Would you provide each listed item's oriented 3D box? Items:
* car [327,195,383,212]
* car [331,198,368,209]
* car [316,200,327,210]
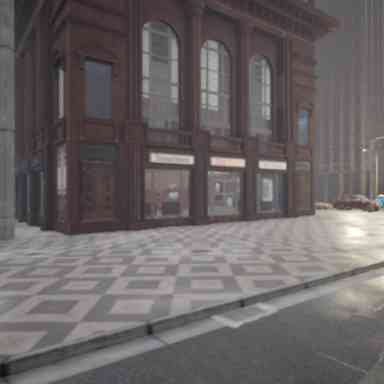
[{"bbox_3d":[18.127,1.254,36.679,2.192,1.841,5.009,-1,0,-35],"label":"car"},{"bbox_3d":[21.822,1.565,46.208,1.802,1.307,4.206,-1,0,-35],"label":"car"},{"bbox_3d":[14.974,1.530,41.127,1.752,1.417,4.829,-1,0,-35],"label":"car"}]
